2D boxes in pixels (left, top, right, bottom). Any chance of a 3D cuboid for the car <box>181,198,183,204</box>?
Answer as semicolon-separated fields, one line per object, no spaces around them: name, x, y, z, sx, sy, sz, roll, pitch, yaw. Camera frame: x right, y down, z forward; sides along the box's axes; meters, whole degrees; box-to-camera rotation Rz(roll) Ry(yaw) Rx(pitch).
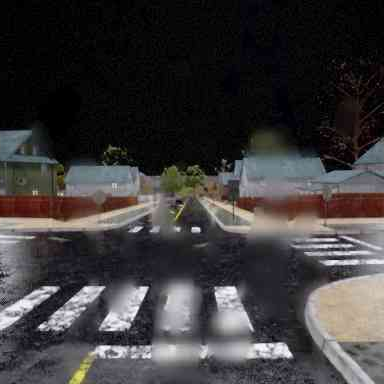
car;-2.721;1.638;61.848;1.895;1.301;4.718;0;0;0

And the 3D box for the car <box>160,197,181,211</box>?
car;-2.828;1.492;41.114;2.128;1.511;4.902;0;0;0
